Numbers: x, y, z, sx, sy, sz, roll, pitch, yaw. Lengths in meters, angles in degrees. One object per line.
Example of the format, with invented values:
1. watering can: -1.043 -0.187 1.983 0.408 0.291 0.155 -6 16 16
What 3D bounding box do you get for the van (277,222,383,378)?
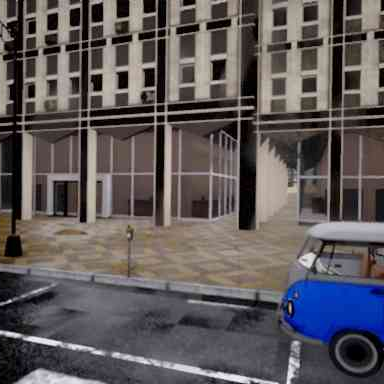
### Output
1. van: 3.254 1.336 4.277 3.998 1.788 1.690 0 1 19
